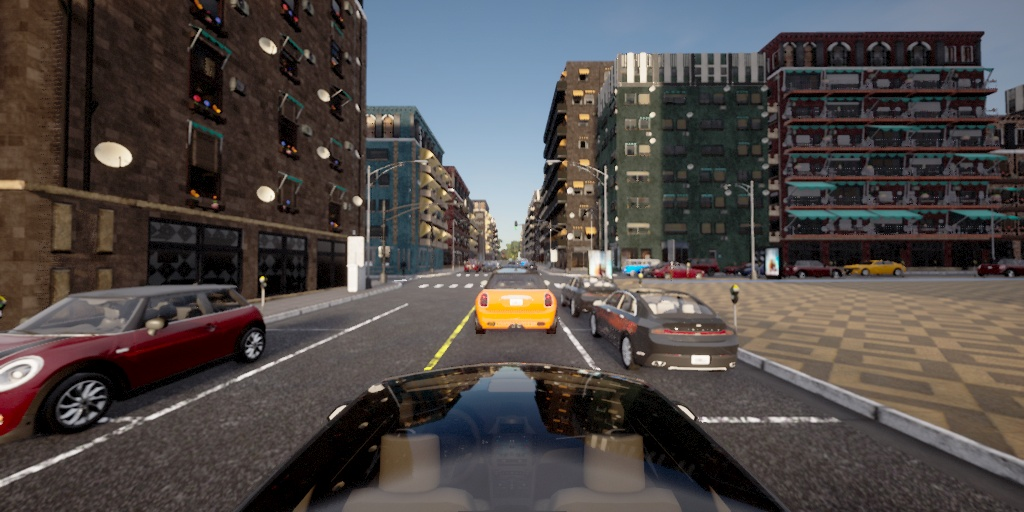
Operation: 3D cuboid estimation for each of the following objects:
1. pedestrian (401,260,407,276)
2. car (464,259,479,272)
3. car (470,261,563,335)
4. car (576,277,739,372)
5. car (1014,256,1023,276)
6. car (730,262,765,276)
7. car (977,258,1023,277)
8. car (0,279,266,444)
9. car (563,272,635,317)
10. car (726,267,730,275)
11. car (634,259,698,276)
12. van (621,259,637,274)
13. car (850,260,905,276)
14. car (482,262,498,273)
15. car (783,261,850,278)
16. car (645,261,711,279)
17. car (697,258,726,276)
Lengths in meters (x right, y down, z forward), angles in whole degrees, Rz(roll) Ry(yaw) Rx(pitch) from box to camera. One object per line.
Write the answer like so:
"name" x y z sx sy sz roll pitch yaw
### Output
"pedestrian" -12.509 1.318 41.299 0.375 1.860 0.375 0 -1 0
"car" -5.665 1.360 51.365 2.192 1.841 5.009 0 0 0
"car" 0.102 1.156 10.848 2.097 1.767 4.553 0 0 0
"car" 2.823 1.335 7.559 2.007 1.370 4.403 0 0 0
"car" 48.749 0.878 32.095 4.553 1.767 2.097 0 -1 0
"car" 25.167 1.315 35.468 5.357 1.411 2.033 0 -1 0
"car" 41.358 0.967 29.540 4.097 1.591 1.967 0 0 0
"car" -5.818 1.211 5.328 1.967 1.591 4.097 0 0 0
"car" 2.826 1.368 13.129 2.007 1.370 4.403 0 0 0
"car" 24.843 1.368 38.046 4.507 1.381 1.888 0 0 0
"car" 15.218 1.336 35.545 4.902 1.511 2.128 0 -1 1
"van" 13.788 1.249 38.130 3.998 1.789 1.690 0 0 0
"car" 35.617 1.166 35.379 5.008 1.535 1.882 0 -1 1
"car" -3.078 1.606 50.682 1.994 1.385 4.181 0 0 -1
"car" 24.777 1.092 29.667 4.097 1.591 1.967 0 0 0
"car" 13.722 1.319 29.751 4.207 1.307 1.802 0 0 0
"car" 19.315 1.180 38.088 5.009 1.841 2.192 0 0 0
